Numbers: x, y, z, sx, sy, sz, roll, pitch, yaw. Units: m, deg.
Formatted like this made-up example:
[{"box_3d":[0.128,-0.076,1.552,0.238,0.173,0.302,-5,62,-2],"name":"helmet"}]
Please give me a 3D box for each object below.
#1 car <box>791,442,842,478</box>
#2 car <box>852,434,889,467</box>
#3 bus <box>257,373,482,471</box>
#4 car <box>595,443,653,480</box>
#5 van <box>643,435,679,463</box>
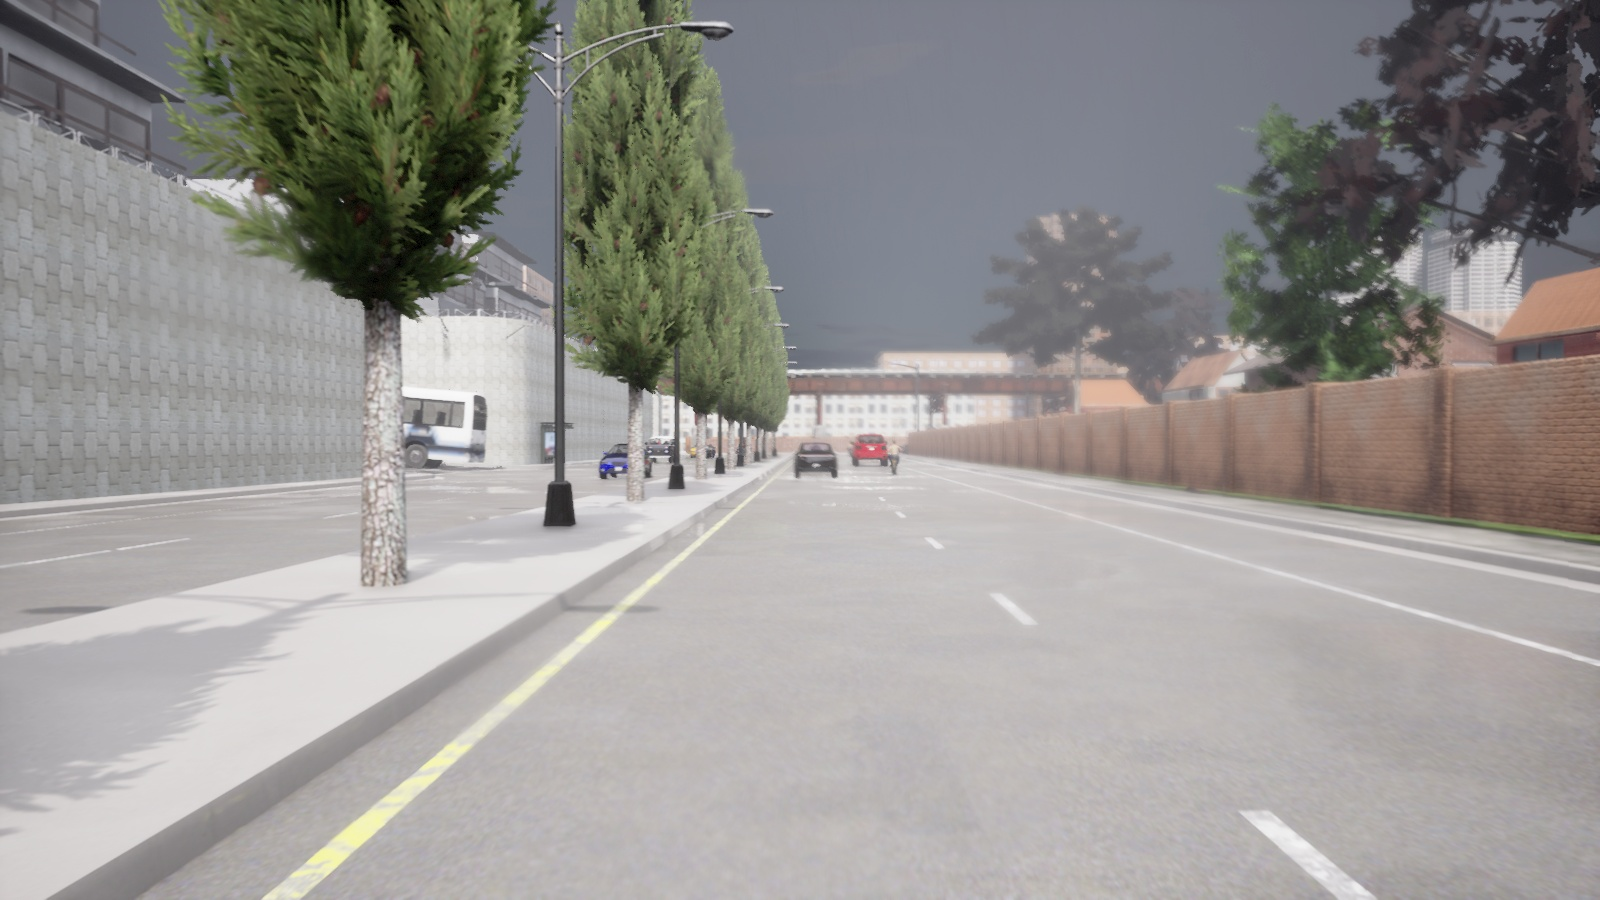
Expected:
[{"box_3d":[0.679,0.401,54.176,2.128,1.511,4.902,0,0,0],"name":"car"},{"box_3d":[4.506,0.016,81.436,2.150,2.045,5.566,0,0,1],"name":"car"},{"box_3d":[-22.817,-1.424,67.056,10.273,4.253,3.944,5,-1,1],"name":"bus"},{"box_3d":[-7.347,0.459,52.813,1.816,1.474,4.193,0,0,1],"name":"car"},{"box_3d":[-10.333,-0.062,93.658,2.069,2.038,4.480,0,0,1],"name":"van"}]
